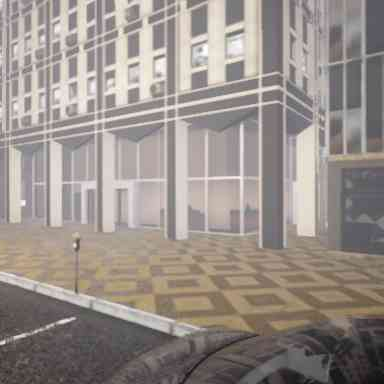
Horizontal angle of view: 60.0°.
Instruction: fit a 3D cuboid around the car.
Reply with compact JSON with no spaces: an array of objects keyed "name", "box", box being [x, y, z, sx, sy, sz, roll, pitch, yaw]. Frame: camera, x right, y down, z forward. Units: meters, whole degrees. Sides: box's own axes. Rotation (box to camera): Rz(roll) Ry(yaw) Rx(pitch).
[{"name":"car","box":[1.158,1.567,2.048,4.313,1.339,1.947,0,0,36]}]
